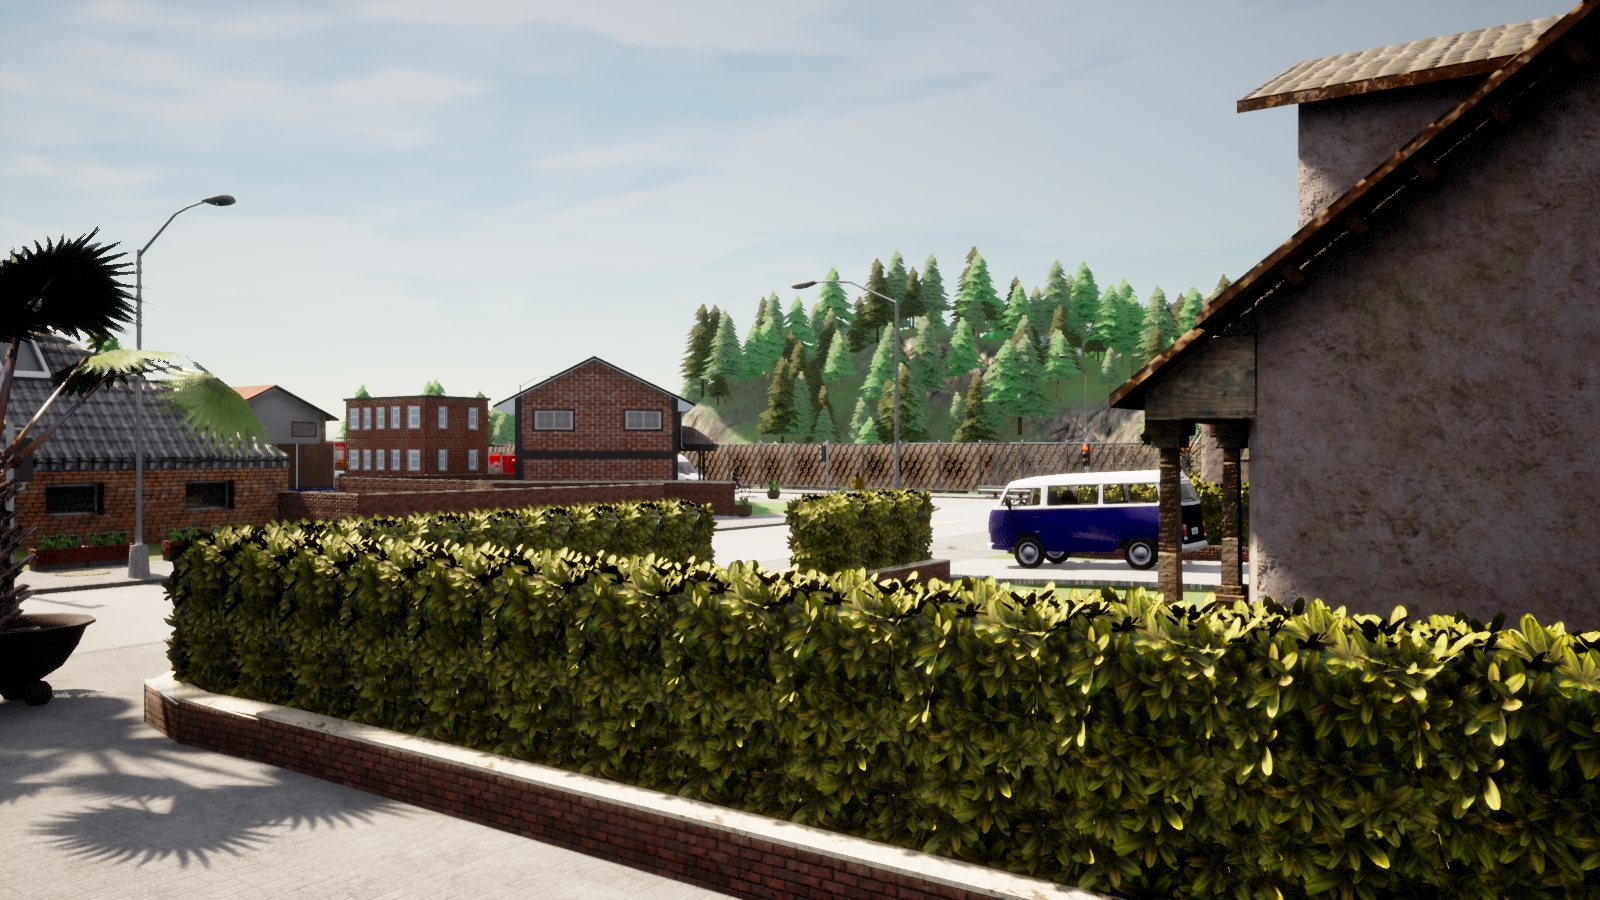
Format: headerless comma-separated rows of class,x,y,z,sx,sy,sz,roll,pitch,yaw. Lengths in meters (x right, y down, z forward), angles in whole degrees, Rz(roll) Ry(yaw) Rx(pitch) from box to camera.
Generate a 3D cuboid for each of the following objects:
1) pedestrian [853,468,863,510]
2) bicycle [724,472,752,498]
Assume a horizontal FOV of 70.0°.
pedestrian,2.578,1.735,50.962,0.375,1.860,0.375,0,0,18
bicycle,-3.643,2.044,67.431,1.835,1.471,0.329,0,0,35
